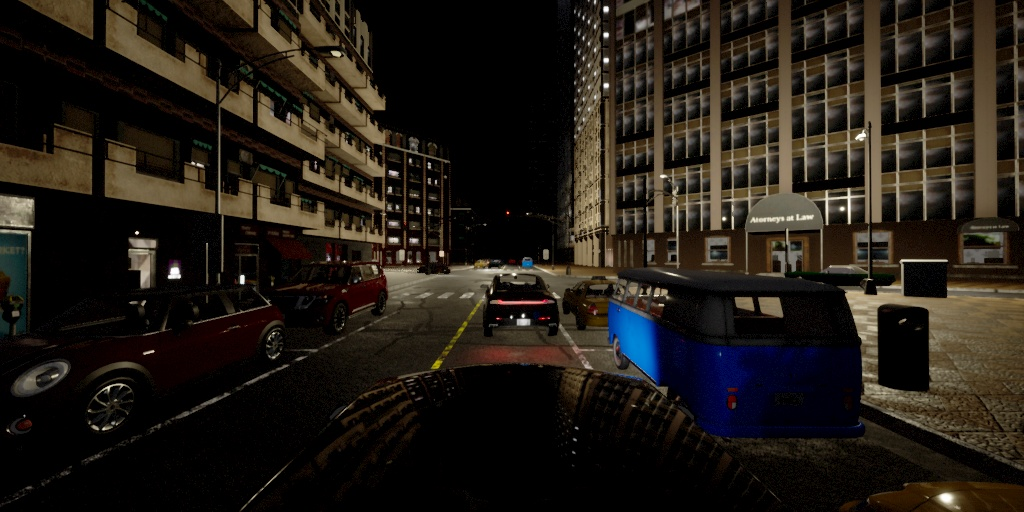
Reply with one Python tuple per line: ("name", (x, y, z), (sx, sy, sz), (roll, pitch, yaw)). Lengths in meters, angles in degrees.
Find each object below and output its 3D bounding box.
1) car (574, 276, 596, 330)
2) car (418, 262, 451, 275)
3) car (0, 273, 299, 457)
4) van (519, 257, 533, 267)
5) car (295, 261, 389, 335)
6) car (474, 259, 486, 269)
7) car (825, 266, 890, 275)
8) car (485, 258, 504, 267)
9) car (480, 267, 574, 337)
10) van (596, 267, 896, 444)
("car", (2.564, 1.278, 10.877), (1.751, 1.417, 4.829), (0, 0, 0))
("car", (-8.507, 1.387, 39.244), (4.181, 1.385, 1.994), (-1, 0, 44))
("car", (-5.315, 1.191, 5.164), (1.967, 1.591, 4.097), (0, 0, 0))
("van", (2.558, 1.166, 59.700), (1.690, 1.789, 3.998), (0, 0, 0))
("car", (-5.316, 1.068, 10.700), (2.192, 1.841, 5.009), (0, 0, 0))
("car", (-5.322, 1.351, 59.529), (1.751, 1.417, 4.829), (0, 0, 0))
("car", (18.306, 1.194, 20.426), (4.718, 1.301, 1.895), (-1, -1, 40))
("car", (-2.824, 1.424, 58.789), (1.895, 1.301, 4.718), (0, 0, 2))
("car", (0.132, 1.244, 10.312), (2.128, 1.511, 4.902), (0, 0, -3))
("van", (2.565, 1.091, 5.171), (1.690, 1.789, 3.998), (0, 0, 0))
